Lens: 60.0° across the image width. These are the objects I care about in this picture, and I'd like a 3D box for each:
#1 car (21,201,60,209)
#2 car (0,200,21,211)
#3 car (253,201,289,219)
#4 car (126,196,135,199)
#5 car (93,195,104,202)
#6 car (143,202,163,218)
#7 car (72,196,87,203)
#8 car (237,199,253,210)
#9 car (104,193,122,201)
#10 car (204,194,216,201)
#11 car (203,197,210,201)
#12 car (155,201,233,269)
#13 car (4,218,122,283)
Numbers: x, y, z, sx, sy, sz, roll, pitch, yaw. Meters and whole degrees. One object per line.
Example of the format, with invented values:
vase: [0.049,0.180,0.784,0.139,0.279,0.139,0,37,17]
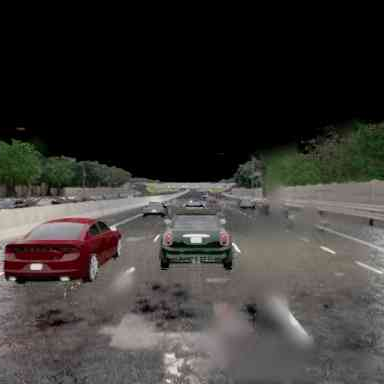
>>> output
car: [-13.974,1.553,31.820,1.812,1.442,4.674,0,0,0]
car: [-17.472,1.533,31.980,1.837,1.490,4.892,0,0,0]
car: [7.064,1.516,29.122,2.128,1.511,4.902,0,0,2]
car: [-13.433,1.613,72.731,1.812,1.442,4.674,0,0,1]
car: [-20.419,1.436,73.706,2.097,1.767,4.553,0,0,1]
car: [-3.289,1.590,30.731,1.994,1.385,4.181,0,0,0]
car: [-23.958,1.602,71.105,1.837,1.490,4.892,0,0,1]
car: [7.295,1.625,45.040,1.994,1.385,4.181,0,0,1]
car: [-16.932,1.313,72.757,2.150,2.045,5.566,0,0,1]
car: [4.028,1.717,69.928,1.895,1.301,4.718,0,0,1]
car: [0.206,1.517,29.899,2.128,1.511,4.902,0,0,0]
car: [0.121,1.354,11.318,2.097,1.767,4.553,0,0,0]
car: [-3.385,1.479,9.718,1.882,1.535,5.008,0,0,0]
